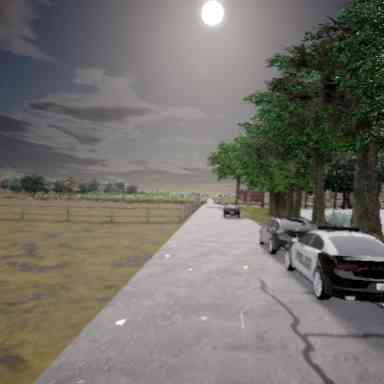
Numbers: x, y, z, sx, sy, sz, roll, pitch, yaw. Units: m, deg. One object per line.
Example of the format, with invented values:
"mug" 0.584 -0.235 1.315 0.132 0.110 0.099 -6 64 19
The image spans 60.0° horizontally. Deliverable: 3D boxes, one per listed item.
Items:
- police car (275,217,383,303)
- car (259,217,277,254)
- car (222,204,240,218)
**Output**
"police car" 3.919 1.711 9.167 1.930 1.638 5.238 2 -1 3
"car" 4.222 1.881 15.048 1.837 1.490 4.892 2 -1 3
"car" 4.782 2.262 40.709 1.882 1.535 5.008 2 -1 3
